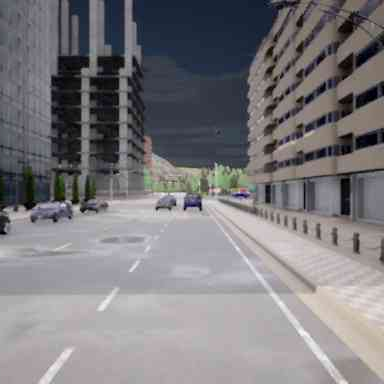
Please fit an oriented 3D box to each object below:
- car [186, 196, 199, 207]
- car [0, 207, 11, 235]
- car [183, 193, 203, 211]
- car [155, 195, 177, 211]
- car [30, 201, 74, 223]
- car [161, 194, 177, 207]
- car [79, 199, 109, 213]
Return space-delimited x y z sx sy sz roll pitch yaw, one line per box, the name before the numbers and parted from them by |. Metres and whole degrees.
car | 0.123 1.359 50.062 1.882 1.535 5.008 0 0 0
car | -10.553 1.316 15.536 2.097 1.767 4.553 0 0 0
car | 0.097 1.128 39.328 2.150 2.045 5.566 0 0 0
car | -3.297 1.453 39.786 2.033 1.411 5.357 0 0 0
car | -10.523 1.467 25.372 1.812 1.442 4.674 0 0 0
car | -3.377 1.234 49.988 2.097 1.767 4.553 0 0 0
car | -10.443 1.463 35.986 2.033 1.411 5.357 0 0 1
